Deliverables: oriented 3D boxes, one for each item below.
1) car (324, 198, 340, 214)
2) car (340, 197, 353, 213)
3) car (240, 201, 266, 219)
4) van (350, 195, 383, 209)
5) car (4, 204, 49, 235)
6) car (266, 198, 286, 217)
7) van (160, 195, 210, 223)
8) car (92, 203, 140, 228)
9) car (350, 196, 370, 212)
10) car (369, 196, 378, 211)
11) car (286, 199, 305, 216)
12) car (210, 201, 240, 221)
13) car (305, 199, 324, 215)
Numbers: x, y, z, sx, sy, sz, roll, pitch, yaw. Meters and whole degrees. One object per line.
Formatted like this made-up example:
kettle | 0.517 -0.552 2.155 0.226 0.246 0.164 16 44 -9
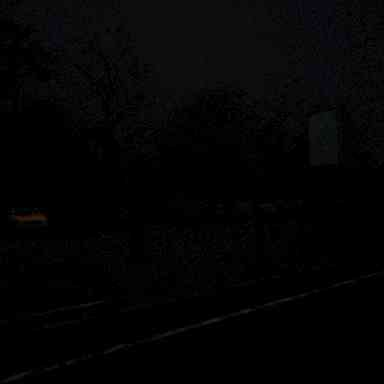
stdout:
car | 12.721 1.531 35.788 2.231 1.521 4.892 0 0 -36
car | 14.958 1.564 37.431 2.163 1.488 4.792 0 0 -36
car | 3.690 1.512 29.331 2.097 1.535 5.008 0 0 -36
van | 21.815 1.326 42.154 1.878 1.987 4.442 0 0 -36
car | -9.751 1.488 19.496 1.946 1.575 5.366 0 0 -36
car | 5.946 1.556 30.948 2.002 1.452 4.674 0 0 -36
van | -0.896 1.279 26.201 1.878 1.987 4.442 0 0 -36
car | -5.326 1.528 22.853 2.163 1.488 4.792 0 0 -36
car | 17.340 1.537 38.869 1.946 1.575 5.366 0 0 -36
car | 19.473 1.575 40.660 2.163 1.488 4.792 0 0 -36
car | 8.184 1.395 32.590 2.185 1.767 4.553 0 0 -36
car | 1.430 1.549 27.717 2.002 1.452 4.674 0 0 -36
car | 10.457 1.525 34.184 2.097 1.535 5.008 0 0 -36
